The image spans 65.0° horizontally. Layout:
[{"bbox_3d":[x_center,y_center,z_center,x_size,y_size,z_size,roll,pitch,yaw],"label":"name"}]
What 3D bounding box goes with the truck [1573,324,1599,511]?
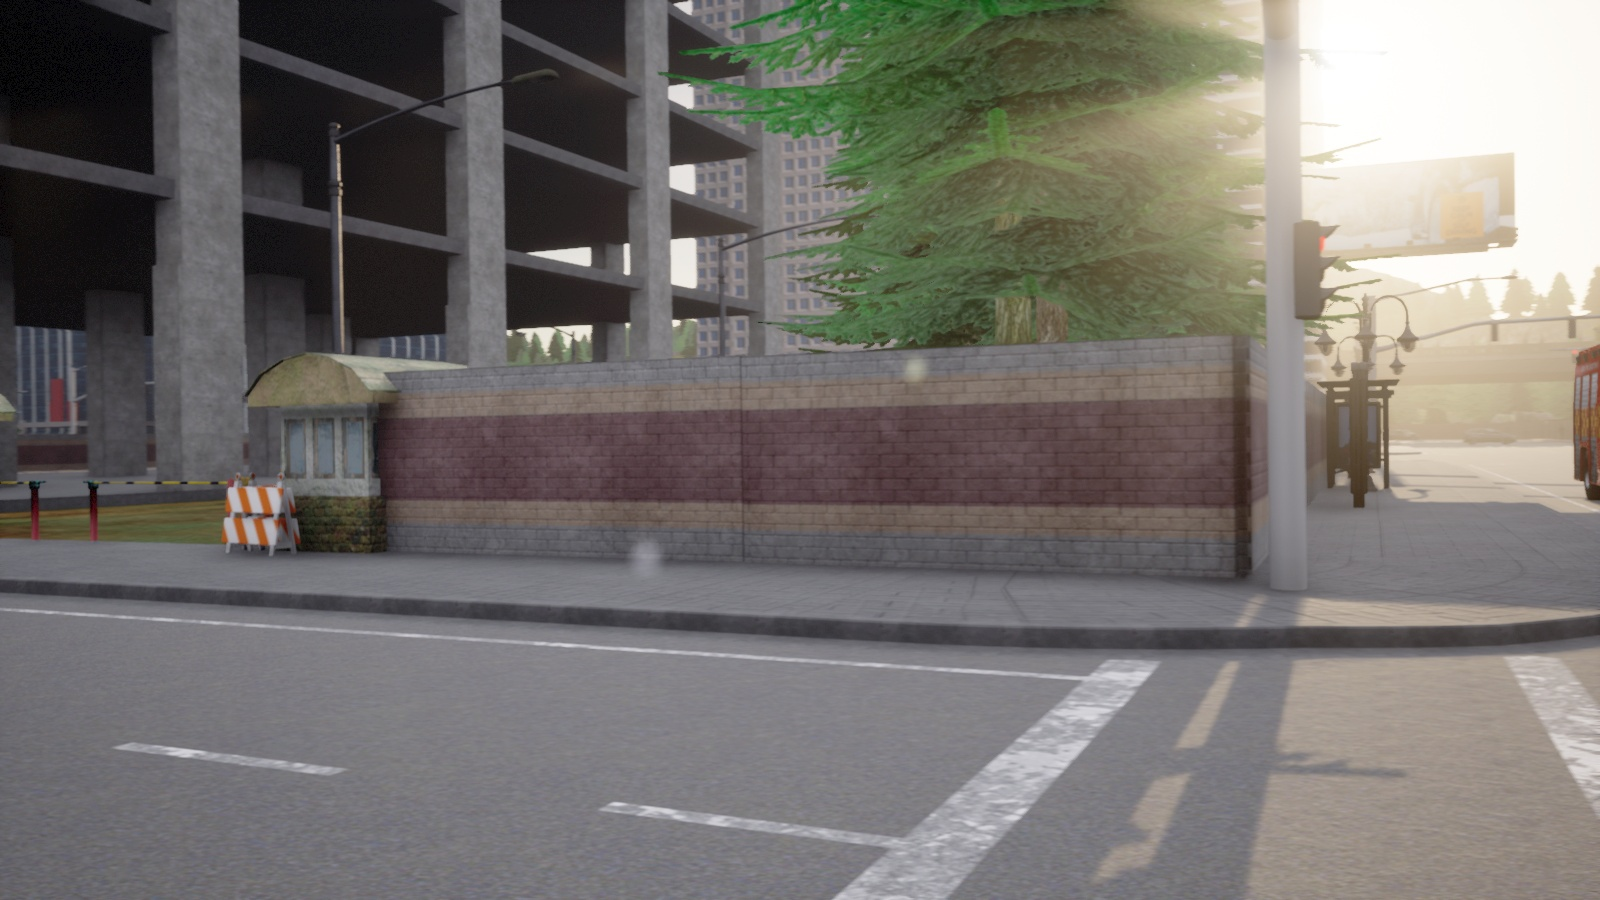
[{"bbox_3d":[17.485,-0.658,24.668,2.891,3.827,8.468,0,1,25],"label":"truck"}]
